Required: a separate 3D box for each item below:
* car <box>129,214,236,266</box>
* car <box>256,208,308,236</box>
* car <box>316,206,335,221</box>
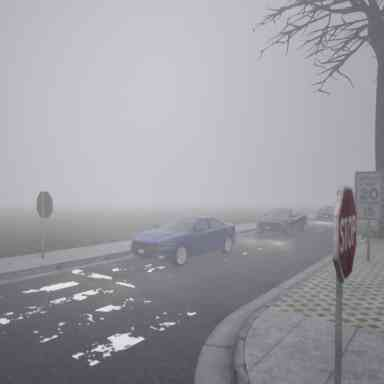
[{"bbox_3d":[-0.147,1.628,12.488,1.882,1.535,5.008,0,-1,35],"label":"car"},{"bbox_3d":[5.708,1.770,20.767,1.882,1.535,5.008,0,0,35],"label":"car"},{"bbox_3d":[13.091,2.035,31.199,1.994,1.385,4.181,0,-1,35],"label":"car"}]
